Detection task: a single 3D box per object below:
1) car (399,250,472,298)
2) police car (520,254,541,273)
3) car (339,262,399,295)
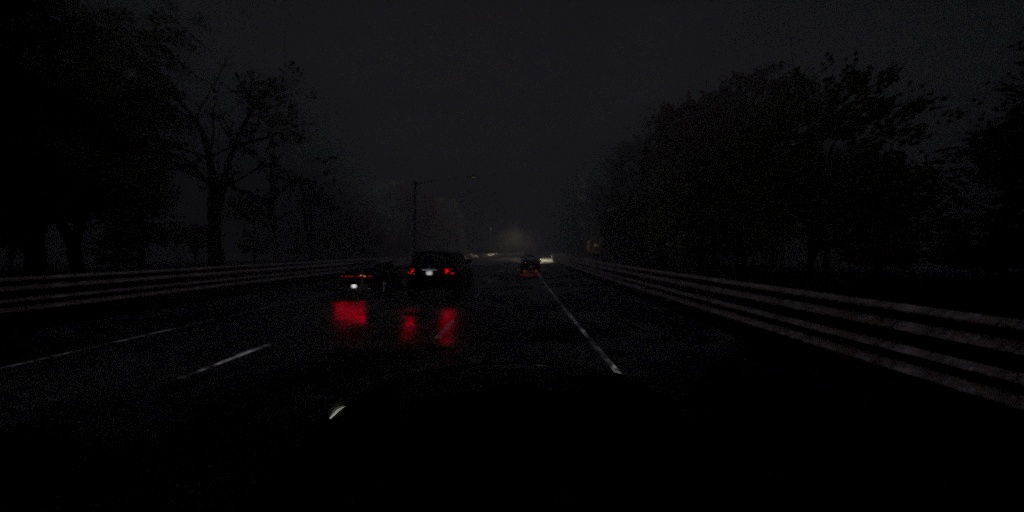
[{"bbox_3d":[-3.227,0.739,16.897,2.150,2.045,5.566,0,1,1],"label":"car"},{"bbox_3d":[1.751,0.698,34.089,1.930,1.638,5.238,0,1,2],"label":"police car"},{"bbox_3d":[-6.705,1.005,17.749,1.837,1.490,4.892,0,1,1],"label":"car"}]
